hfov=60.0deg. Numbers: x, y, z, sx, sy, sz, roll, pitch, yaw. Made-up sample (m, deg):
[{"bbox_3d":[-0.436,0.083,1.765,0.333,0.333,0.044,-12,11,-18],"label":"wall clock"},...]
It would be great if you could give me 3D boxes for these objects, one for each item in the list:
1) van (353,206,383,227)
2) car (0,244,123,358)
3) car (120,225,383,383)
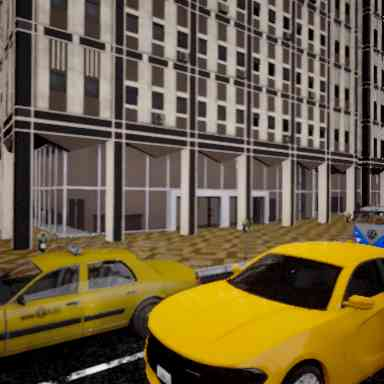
[{"bbox_3d":[7.347,1.379,11.787,3.998,1.788,1.690,0,0,-35],"label":"van"},{"bbox_3d":[-2.058,1.529,5.086,4.829,1.417,1.752,0,0,-35],"label":"car"},{"bbox_3d":[1.765,1.490,4.635,5.008,1.535,1.882,0,0,-35],"label":"car"}]
